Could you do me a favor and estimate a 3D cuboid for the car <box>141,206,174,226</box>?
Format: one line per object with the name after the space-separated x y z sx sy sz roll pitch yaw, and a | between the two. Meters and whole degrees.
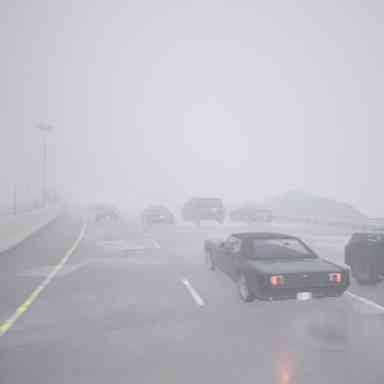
-2.688 1.748 25.505 1.994 1.385 4.181 1 0 -17 | car

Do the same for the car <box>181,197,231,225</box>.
0.776 1.435 26.239 2.150 2.045 5.566 1 0 -17 | car

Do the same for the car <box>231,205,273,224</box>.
4.488 1.727 25.970 2.128 1.511 4.902 1 -1 -16 | car

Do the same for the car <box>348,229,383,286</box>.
5.583 1.316 6.757 2.150 2.045 5.566 0 0 -10 | car

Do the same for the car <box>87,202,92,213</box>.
-11.639 1.841 40.300 1.895 1.301 4.718 1 0 -22 | car

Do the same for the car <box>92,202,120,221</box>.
-7.577 1.782 29.368 1.895 1.301 4.718 1 0 -18 | car

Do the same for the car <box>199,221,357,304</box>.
1.681 1.680 8.440 1.895 1.301 4.718 0 0 -11 | car
